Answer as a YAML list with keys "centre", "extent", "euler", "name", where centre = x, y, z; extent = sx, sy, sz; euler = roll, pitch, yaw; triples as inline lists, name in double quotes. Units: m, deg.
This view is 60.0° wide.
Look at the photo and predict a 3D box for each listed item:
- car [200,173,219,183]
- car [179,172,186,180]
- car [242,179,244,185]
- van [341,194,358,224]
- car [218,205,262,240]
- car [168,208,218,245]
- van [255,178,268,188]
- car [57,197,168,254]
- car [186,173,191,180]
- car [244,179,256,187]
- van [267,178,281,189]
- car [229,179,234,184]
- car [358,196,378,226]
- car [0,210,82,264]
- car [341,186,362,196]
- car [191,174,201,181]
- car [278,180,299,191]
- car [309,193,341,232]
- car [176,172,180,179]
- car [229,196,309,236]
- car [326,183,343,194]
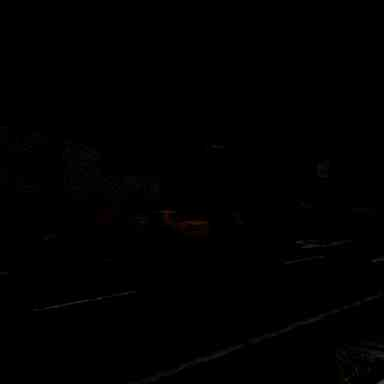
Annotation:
- centre: [4.920, -3.183, 82.246]
  extent: [1.946, 1.575, 5.366]
  euler: [7, 3, 34]
  name: "car"
- centre: [-0.467, -4.092, 89.432]
  extent: [2.185, 1.767, 4.553]
  euler: [4, 1, 33]
  name: "car"
- centre: [11.785, -2.050, 72.285]
  extent: [2.002, 1.452, 4.674]
  euler: [7, 3, 35]
  name: "car"
- centre: [8.365, 1.293, 22.293]
  extent: [4.442, 1.987, 1.878]
  euler: [-1, -1, 35]
  name: "van"
- centre: [0.894, 1.546, 17.148]
  extent: [4.674, 1.452, 2.002]
  euler: [-1, -1, 35]
  name: "car"
- centre: [-1.709, 1.501, 15.516]
  extent: [5.366, 1.575, 1.946]
  euler: [-1, -1, 34]
  name: "car"
- centre: [15.199, -1.771, 67.239]
  extent: [1.878, 1.987, 4.442]
  euler: [7, 4, 35]
  name: "van"
- centre: [-4.026, 1.246, 13.685]
  extent: [5.566, 2.045, 2.435]
  euler: [-1, -1, 34]
  name: "car"
- centre: [1.267, -3.857, 86.965]
  extent: [2.185, 1.767, 4.553]
  euler: [6, 3, 34]
  name: "car"
- centre: [13.620, -1.819, 69.968]
  extent: [1.946, 1.575, 5.366]
  euler: [7, 3, 35]
  name: "car"
- centre: [16.932, -1.498, 64.771]
  extent: [1.878, 1.987, 4.442]
  euler: [7, 4, 35]
  name: "van"
- centre: [10.038, -2.324, 74.744]
  extent: [2.002, 1.452, 4.674]
  euler: [7, 3, 35]
  name: "car"
- centre: [10.771, 1.399, 24.047]
  extent: [4.553, 1.767, 2.185]
  euler: [-1, -1, 35]
  name: "car"
- centre: [-6.468, 1.523, 11.935]
  extent: [4.792, 1.488, 2.163]
  euler: [-1, -1, 34]
  name: "car"
- centre: [25.614, 0.129, 52.565]
  extent: [2.002, 1.452, 4.674]
  euler: [7, 3, 35]
  name: "car"
- centre: [3.065, -3.706, 84.502]
  extent: [2.435, 2.045, 5.566]
  euler: [7, 3, 34]
  name: "car"
- centre: [18.696, -0.999, 62.411]
  extent: [2.231, 1.521, 4.892]
  euler: [7, 3, 35]
  name: "car"
- centre: [5.829, 1.264, 20.619]
  extent: [5.566, 2.045, 2.435]
  euler: [-1, -1, 35]
  name: "car"
- centre: [-2.243, -4.369, 91.777]
  extent: [2.435, 2.045, 5.566]
  euler: [1, -1, 34]
  name: "car"
- centre: [3.319, 1.260, 18.910]
  extent: [5.566, 2.045, 2.435]
  euler: [-1, -1, 35]
  name: "car"
- centre: [23.919, -0.433, 55.034]
  extent: [2.435, 2.045, 5.566]
  euler: [7, 3, 35]
  name: "car"
